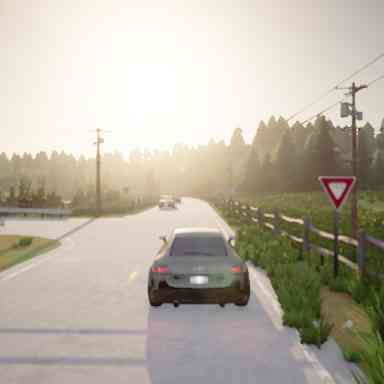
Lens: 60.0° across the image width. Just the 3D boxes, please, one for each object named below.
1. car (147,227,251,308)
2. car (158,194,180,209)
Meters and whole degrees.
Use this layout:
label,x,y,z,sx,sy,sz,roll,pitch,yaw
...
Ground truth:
label,x,y,z,sx,sy,sz,roll,pitch,yaw
car,0.128,1.517,7.898,1.994,1.385,4.181,0,0,0
car,-2.919,1.258,40.115,2.128,1.511,4.902,0,0,1
